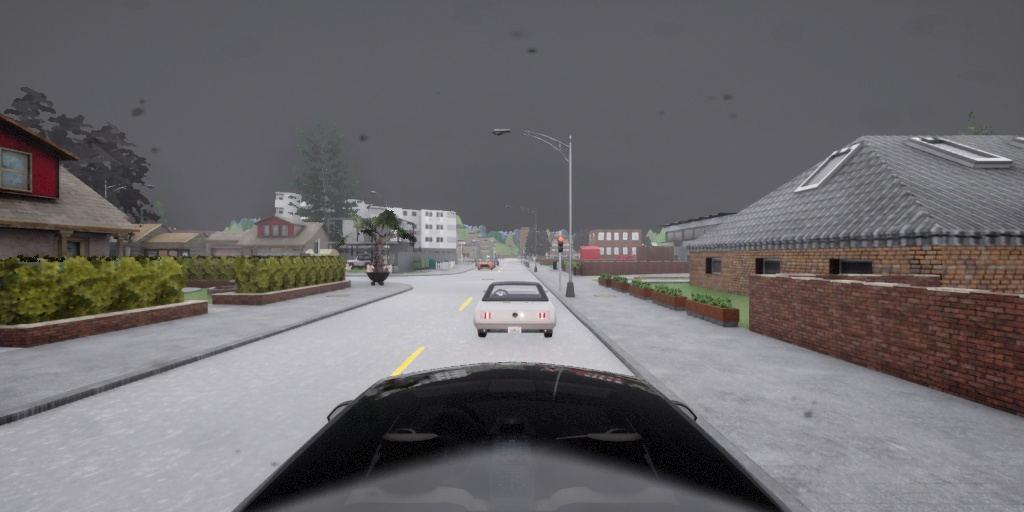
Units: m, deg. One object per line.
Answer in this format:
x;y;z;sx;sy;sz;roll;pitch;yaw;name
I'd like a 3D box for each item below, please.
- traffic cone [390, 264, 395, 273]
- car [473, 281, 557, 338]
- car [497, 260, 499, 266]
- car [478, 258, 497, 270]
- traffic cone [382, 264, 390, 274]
-15.133;1.558;44.700;0.344;0.586;0.344;0;0;0;traffic cone
0.102;1.351;10.173;1.895;1.301;4.718;0;0;1;car
-3.715;1.255;61.662;1.837;1.490;4.892;0;0;1;car
-3.792;1.102;52.281;2.097;1.767;4.553;0;0;0;car
-15.498;1.561;44.133;0.344;0.586;0.344;0;0;0;traffic cone
